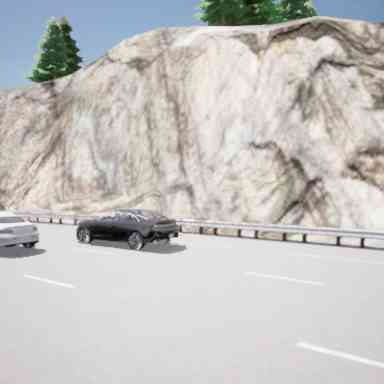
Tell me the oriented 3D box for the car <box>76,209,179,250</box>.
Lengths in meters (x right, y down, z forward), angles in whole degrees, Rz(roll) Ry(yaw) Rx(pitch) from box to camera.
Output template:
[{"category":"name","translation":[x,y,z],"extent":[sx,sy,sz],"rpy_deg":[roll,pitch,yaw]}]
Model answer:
[{"category":"car","translation":[-2.839,1.477,14.099],"extent":[4.902,1.511,2.128],"rpy_deg":[0,0,32]}]

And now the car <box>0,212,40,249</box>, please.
[{"category":"car","translation":[-7.980,1.522,13.166],"extent":[4.674,1.442,1.812],"rpy_deg":[0,0,31]}]
